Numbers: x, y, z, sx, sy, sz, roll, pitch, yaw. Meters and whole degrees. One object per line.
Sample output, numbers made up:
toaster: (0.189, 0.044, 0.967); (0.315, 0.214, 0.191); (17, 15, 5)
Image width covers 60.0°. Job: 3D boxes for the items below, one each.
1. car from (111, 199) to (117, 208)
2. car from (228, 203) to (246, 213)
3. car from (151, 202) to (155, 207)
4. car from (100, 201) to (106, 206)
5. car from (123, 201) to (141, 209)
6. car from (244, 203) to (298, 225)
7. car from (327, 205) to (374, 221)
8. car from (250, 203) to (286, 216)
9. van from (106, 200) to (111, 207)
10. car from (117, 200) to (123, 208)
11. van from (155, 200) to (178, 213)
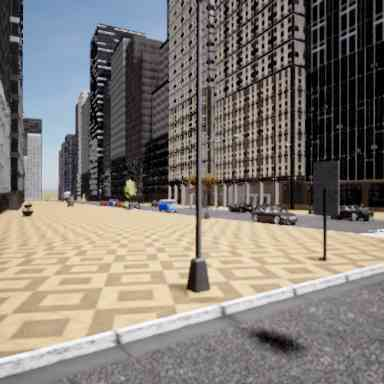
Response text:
car: (-15.567, 2.702, 71.703); (1.887, 1.381, 4.507); (-1, -1, -26)
car: (6.613, 2.137, 44.925); (1.947, 1.339, 4.313); (-1, -1, -26)
car: (-8.014, 2.771, 75.335); (1.802, 1.307, 4.206); (-1, -1, -26)
car: (-22.880, 3.022, 86.907); (1.887, 1.381, 4.507); (-1, -1, -26)
car: (-10.691, 2.498, 61.566); (2.008, 1.369, 4.403); (-1, -1, -26)
car: (6.376, 1.793, 26.086); (2.008, 1.369, 4.403); (-1, -1, -26)
car: (13.927, 1.825, 29.719); (2.008, 1.369, 4.403); (-1, -1, -26)
car: (9.051, 2.037, 39.856); (1.947, 1.339, 4.313); (-1, -1, -26)
van: (-18.008, 2.605, 76.772); (1.690, 1.788, 3.998); (-1, -1, -26)
car: (-13.056, 2.574, 66.482); (1.752, 1.417, 4.829); (-1, -1, -26)
van: (-3.381, 1.981, 46.364); (1.690, 1.788, 3.998); (-1, -1, -26)
